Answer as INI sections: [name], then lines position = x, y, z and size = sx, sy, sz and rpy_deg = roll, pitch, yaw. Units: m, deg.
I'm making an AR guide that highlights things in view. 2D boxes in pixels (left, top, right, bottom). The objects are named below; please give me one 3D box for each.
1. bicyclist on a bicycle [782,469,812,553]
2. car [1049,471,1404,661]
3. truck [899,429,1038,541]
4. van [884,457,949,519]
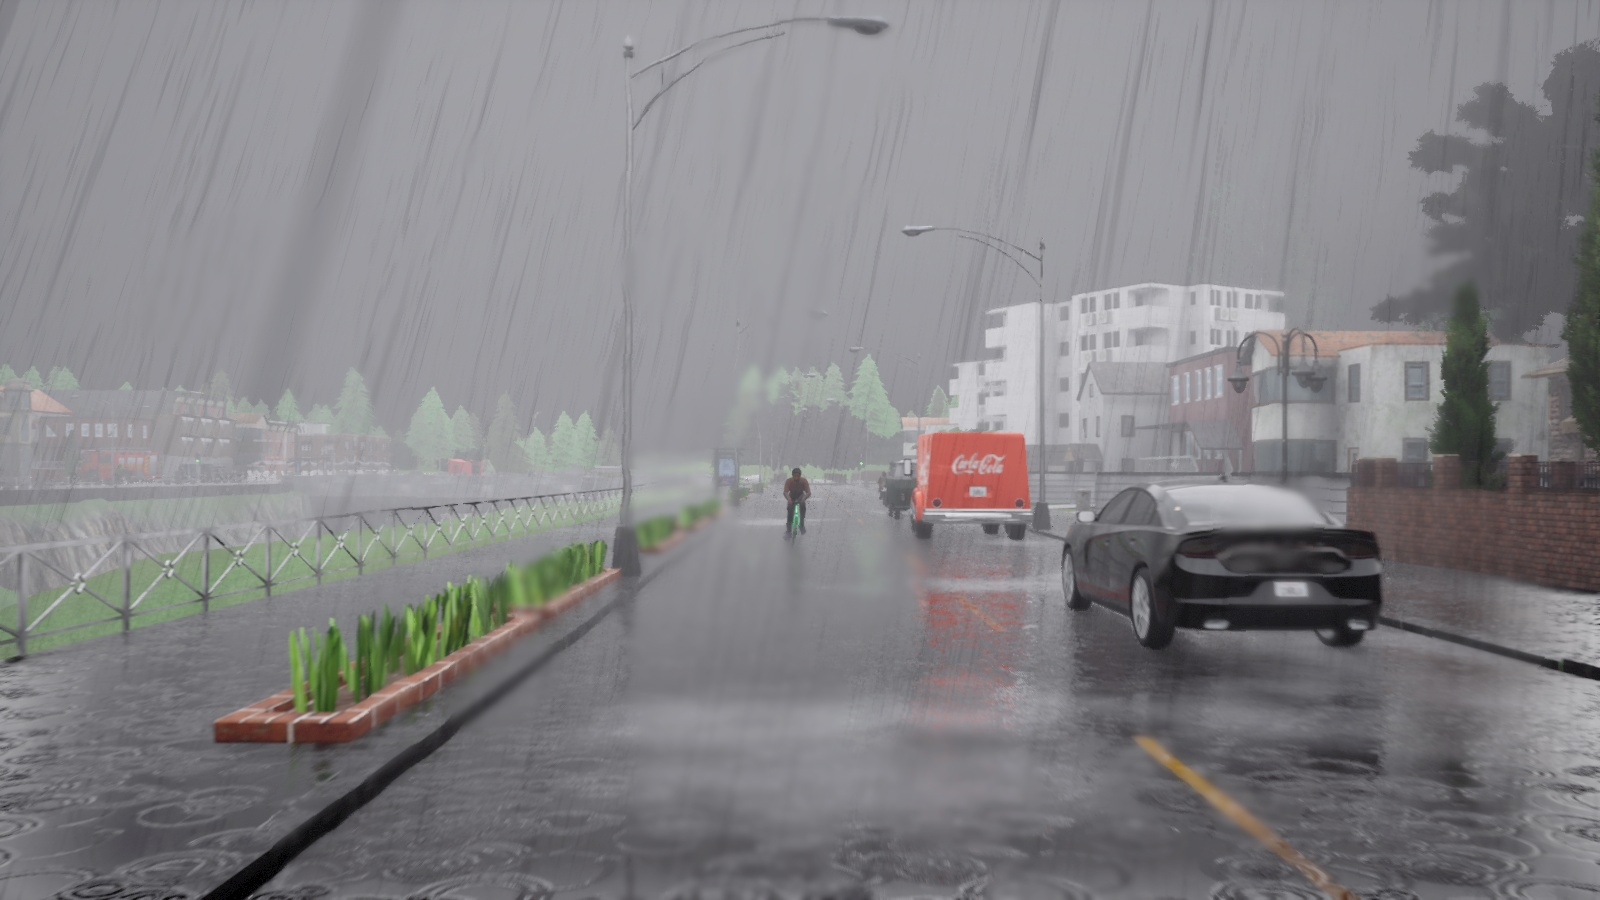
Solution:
[bicyclist on a bicycle]
position = -0.059, 1.186, 25.014
size = 0.582, 1.620, 1.656
rpy_deg = 0, -1, 0
[car]
position = 3.970, 0.990, 12.748
size = 1.882, 1.535, 5.008
rpy_deg = 0, -1, 0
[truck]
position = 3.927, 0.820, 30.348
size = 2.627, 2.467, 5.204
rpy_deg = 0, -1, 0
[van]
position = 3.899, 1.264, 42.550
size = 1.775, 1.987, 4.442
rpy_deg = 0, -1, 0
